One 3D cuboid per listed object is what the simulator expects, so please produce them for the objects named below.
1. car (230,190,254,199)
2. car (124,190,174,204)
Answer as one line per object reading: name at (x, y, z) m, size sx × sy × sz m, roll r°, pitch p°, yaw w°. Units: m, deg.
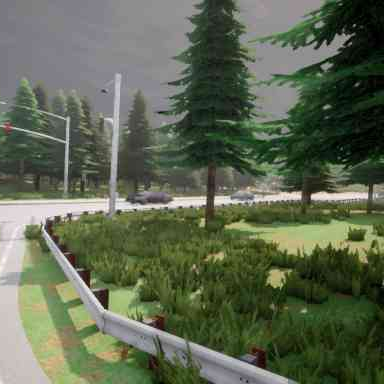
car at (7.236, 0.511, 47.307) m, size 1.812 × 1.442 × 4.674 m, roll 5°, pitch 3°, yaw 38°
car at (-4.109, 0.541, 33.148) m, size 2.033 × 1.411 × 5.357 m, roll 5°, pitch 3°, yaw 39°
